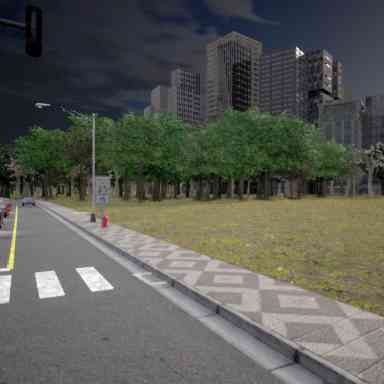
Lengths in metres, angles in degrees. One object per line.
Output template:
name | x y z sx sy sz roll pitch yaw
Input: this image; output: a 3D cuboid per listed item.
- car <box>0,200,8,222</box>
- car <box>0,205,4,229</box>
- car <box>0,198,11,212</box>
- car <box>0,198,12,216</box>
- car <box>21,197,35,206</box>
car | -13.026 1.480 21.140 1.837 1.490 4.892 0 0 -27
car | -8.784 1.475 12.959 2.128 1.511 4.902 0 0 -27
car | -22.088 1.454 38.687 1.837 1.490 4.892 0 0 -28
car | -17.353 1.442 29.542 1.882 1.535 5.008 0 0 -27
car | -26.232 1.474 53.301 2.033 1.411 5.357 0 0 -29
